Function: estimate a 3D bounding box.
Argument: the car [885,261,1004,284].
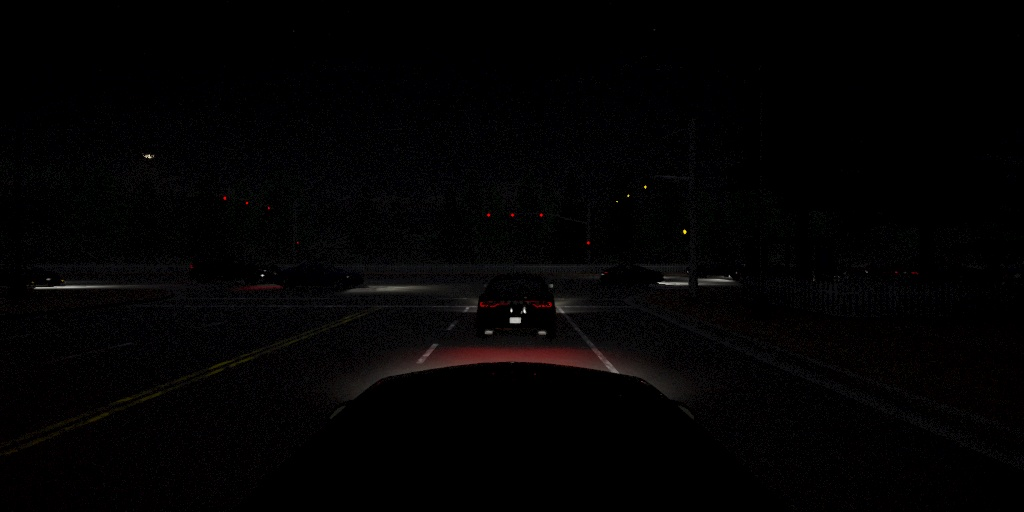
[{"bbox_3d":[30.221,1.242,25.175,5.357,1.411,2.033,0,0,2],"label":"car"}]

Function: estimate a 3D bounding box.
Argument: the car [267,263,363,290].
[{"bbox_3d":[-11.755,1.211,21.989,5.008,1.535,1.882,0,0,0],"label":"car"}]

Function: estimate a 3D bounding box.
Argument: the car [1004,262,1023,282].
[{"bbox_3d":[39.925,1.172,27.570,5.008,1.535,1.882,0,0,14],"label":"car"}]

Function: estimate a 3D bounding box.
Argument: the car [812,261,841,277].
[{"bbox_3d":[27.748,1.186,32.309,4.902,1.511,2.128,0,0,2],"label":"car"}]

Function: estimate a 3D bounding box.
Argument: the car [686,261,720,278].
[{"bbox_3d":[18.417,1.186,32.487,4.902,1.511,2.128,0,0,1],"label":"car"}]

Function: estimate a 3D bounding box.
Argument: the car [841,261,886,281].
[{"bbox_3d":[29.988,1.172,28.739,5.008,1.535,1.882,0,0,3],"label":"car"}]

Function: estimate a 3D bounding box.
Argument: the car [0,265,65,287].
[{"bbox_3d":[-30.516,1.258,22.047,4.181,1.385,1.994,0,0,0],"label":"car"}]

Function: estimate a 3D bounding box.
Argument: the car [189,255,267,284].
[{"bbox_3d":[-19.639,0.918,25.537,5.566,2.045,2.150,0,0,1],"label":"car"}]

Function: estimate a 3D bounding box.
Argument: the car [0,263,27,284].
[{"bbox_3d":[-38.082,1.220,25.418,4.674,1.442,1.812,0,0,-3],"label":"car"}]

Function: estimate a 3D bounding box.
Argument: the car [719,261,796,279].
[{"bbox_3d":[20.235,1.242,29.010,5.357,1.411,2.033,0,0,-1],"label":"car"}]

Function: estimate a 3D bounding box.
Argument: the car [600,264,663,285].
[{"bbox_3d":[8.420,1.260,25.376,4.181,1.385,1.994,0,0,0],"label":"car"}]

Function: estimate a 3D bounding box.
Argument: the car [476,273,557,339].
[{"bbox_3d":[0.173,1.228,10.149,1.882,1.535,5.008,0,0,2],"label":"car"}]

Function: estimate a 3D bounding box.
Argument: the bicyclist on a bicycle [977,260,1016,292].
[{"bbox_3d":[22.821,0.995,17.011,0.582,1.620,1.656,0,0,0],"label":"bicyclist on a bicycle"}]
